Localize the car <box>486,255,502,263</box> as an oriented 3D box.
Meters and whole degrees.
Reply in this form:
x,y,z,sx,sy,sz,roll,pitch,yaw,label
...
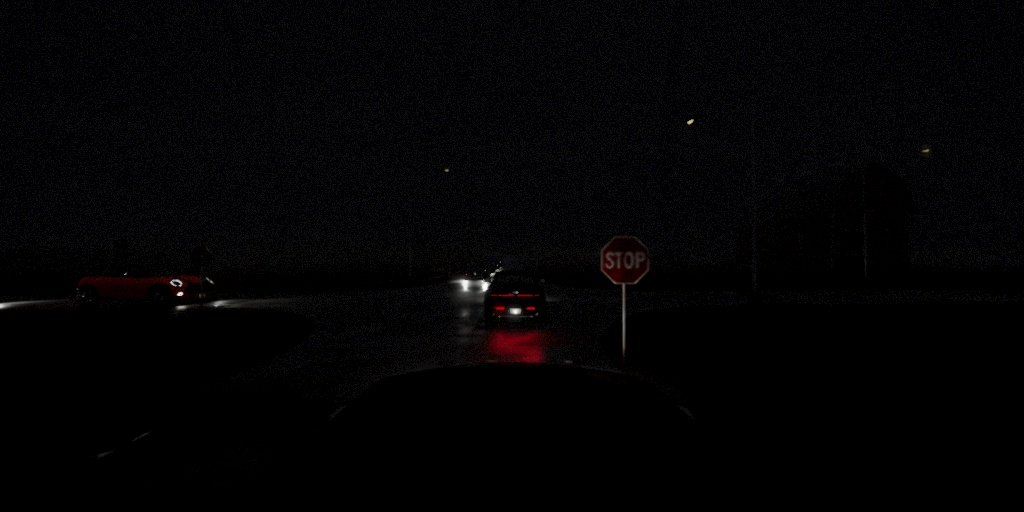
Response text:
x,y,z,sx,sy,sz,roll,pitch,yaw,label
-2.837,0.840,51.094,2.150,2.045,5.566,0,0,1,car

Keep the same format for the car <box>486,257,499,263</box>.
x,y,z,sx,sy,sz,roll,pitch,yaw,label
-2.842,1.193,40.829,2.033,1.411,5.357,0,0,0,car

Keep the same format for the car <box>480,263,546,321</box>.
x,y,z,sx,sy,sz,roll,pitch,yaw,label
0.099,1.206,12.337,1.837,1.490,4.892,0,2,0,car

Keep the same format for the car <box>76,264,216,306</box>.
x,y,z,sx,sy,sz,roll,pitch,yaw,label
-15.461,1.122,15.362,4.553,1.767,2.097,0,-1,1,car

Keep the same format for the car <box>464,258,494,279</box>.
x,y,z,sx,sy,sz,roll,pitch,yaw,label
-2.895,1.174,31.029,1.837,1.490,4.892,0,0,1,car

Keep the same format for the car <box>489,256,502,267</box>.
x,y,z,sx,sy,sz,roll,pitch,yaw,label
-2.771,0.942,61.499,2.097,1.767,4.553,0,0,0,car
